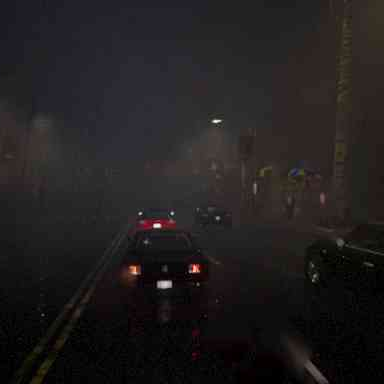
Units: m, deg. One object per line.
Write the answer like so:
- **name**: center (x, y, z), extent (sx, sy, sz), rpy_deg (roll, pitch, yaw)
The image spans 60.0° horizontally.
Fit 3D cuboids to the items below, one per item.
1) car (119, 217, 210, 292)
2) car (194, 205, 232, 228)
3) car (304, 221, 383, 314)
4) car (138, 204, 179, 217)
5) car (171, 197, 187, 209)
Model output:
- **car**: center (-0.801, 1.595, 8.975), extent (1.895, 1.301, 4.718), rpy_deg (0, 0, -7)
- **car**: center (1.306, 1.548, 22.070), extent (1.994, 1.385, 4.181), rpy_deg (0, 0, -7)
- **car**: center (4.054, 1.346, 6.582), extent (2.097, 1.767, 4.553), rpy_deg (0, 0, -7)
- **car**: center (-1.879, 1.551, 17.651), extent (1.994, 1.385, 4.181), rpy_deg (0, 0, -7)
- **car**: center (-1.717, 1.461, 44.044), extent (2.128, 1.511, 4.902), rpy_deg (0, 0, -7)
